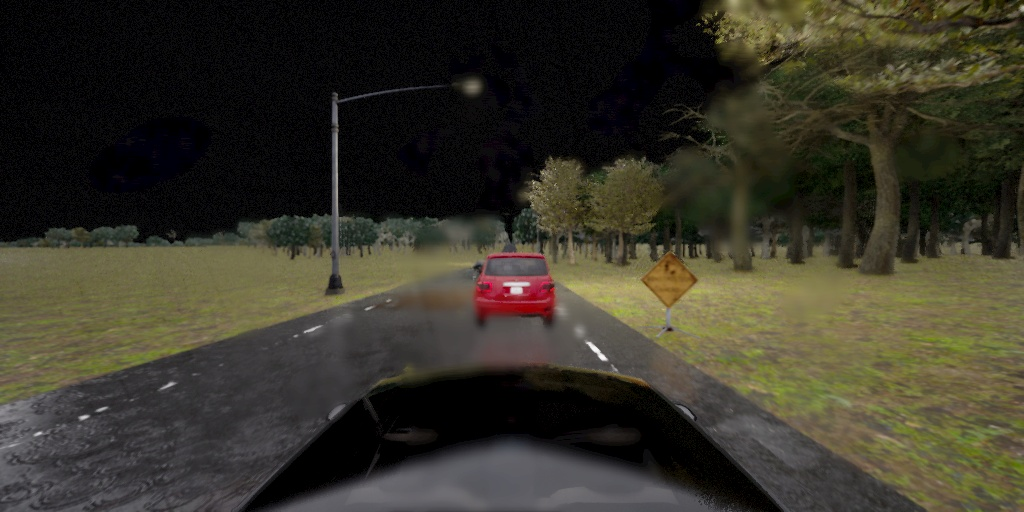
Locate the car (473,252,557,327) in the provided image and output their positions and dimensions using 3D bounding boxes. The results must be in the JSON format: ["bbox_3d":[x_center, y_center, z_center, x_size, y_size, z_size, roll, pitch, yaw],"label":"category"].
[{"bbox_3d":[0.077,0.909,11.363,2.150,2.045,5.566,0,0,-1],"label":"car"}]

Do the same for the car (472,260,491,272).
[{"bbox_3d":[-3.601,1.133,43.458,1.895,1.301,4.718,0,0,0],"label":"car"}]

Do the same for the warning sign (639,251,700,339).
[{"bbox_3d":[3.548,0.823,8.159,1.300,1.860,1.060,0,0,0],"label":"warning sign"}]
